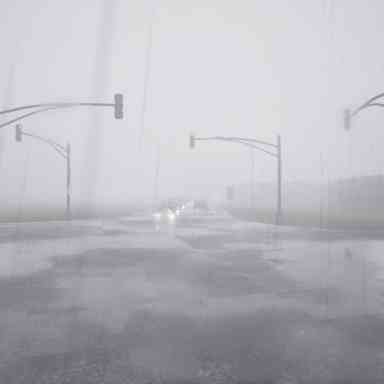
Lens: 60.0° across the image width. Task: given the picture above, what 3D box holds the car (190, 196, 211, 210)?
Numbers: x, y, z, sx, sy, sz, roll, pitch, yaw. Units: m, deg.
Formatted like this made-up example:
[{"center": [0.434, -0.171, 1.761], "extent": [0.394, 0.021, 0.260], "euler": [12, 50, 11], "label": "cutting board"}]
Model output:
[{"center": [1.166, 1.540, 43.384], "extent": [2.033, 1.411, 5.357], "euler": [0, 0, 2], "label": "car"}]

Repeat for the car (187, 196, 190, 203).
[{"center": [-1.837, 1.477, 56.892], "extent": [2.128, 1.511, 4.902], "euler": [0, 0, 4], "label": "car"}]

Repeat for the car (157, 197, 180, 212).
[{"center": [-2.822, 1.598, 38.228], "extent": [1.895, 1.301, 4.718], "euler": [0, 0, 3], "label": "car"}]

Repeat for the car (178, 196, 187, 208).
[{"center": [-2.370, 1.484, 47.543], "extent": [2.128, 1.511, 4.902], "euler": [0, 0, 3], "label": "car"}]

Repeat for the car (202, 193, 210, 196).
[{"center": [3.341, 1.187, 79.064], "extent": [2.150, 2.045, 5.566], "euler": [0, 0, 5], "label": "car"}]

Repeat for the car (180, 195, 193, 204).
[{"center": [-1.141, 1.468, 66.803], "extent": [2.128, 1.511, 4.902], "euler": [0, 0, 4], "label": "car"}]
